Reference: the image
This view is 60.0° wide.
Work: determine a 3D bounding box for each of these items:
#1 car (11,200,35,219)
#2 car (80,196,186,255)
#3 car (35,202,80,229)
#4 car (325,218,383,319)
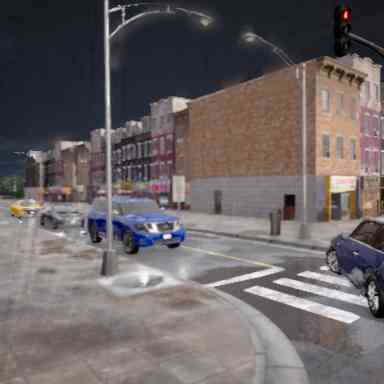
[{"bbox_3d":[-14.984,1.499,30.070,1.882,1.535,5.008,-1,1,-38],"label":"car"},{"bbox_3d":[-2.565,1.231,14.015,2.150,2.045,5.566,-1,1,-38],"label":"car"},{"bbox_3d":[-8.587,1.526,21.816,1.812,1.442,4.674,-1,1,-38],"label":"car"},{"bbox_3d":[4.570,1.344,7.427,2.097,1.767,4.553,-1,0,10],"label":"car"}]
